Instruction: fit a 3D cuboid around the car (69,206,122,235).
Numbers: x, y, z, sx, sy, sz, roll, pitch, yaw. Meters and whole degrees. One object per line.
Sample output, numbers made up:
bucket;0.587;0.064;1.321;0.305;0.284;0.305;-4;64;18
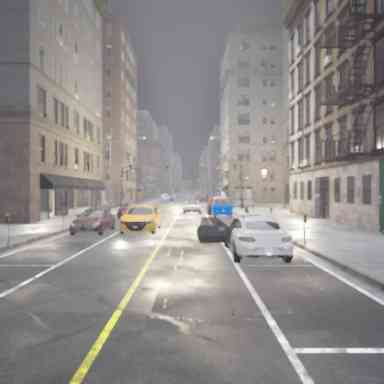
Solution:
car;-5.401;1.587;18.551;1.802;1.307;4.206;0;0;0

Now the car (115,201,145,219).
car;-5.410;1.551;29.573;1.887;1.381;4.507;0;0;0

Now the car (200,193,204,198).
car;2.651;1.318;72.461;2.192;1.841;5.009;0;0;0

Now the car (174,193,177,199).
car;-5.466;1.548;83.266;1.887;1.381;4.507;0;0;0

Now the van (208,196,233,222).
van;2.616;1.346;29.579;1.690;1.788;3.998;0;0;0

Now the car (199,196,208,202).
car;2.642;1.553;77.868;2.008;1.369;4.403;0;0;0

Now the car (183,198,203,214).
car;0.023;1.607;35.330;1.895;1.301;4.718;0;0;0

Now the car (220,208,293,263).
car;2.219;1.528;11.906;1.812;1.442;4.674;0;0;0

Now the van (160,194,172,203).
van;-5.458;1.346;67.048;1.690;1.788;3.998;0;0;0

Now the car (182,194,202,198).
car;-0.020;1.490;47.547;2.128;1.511;4.902;0;0;0

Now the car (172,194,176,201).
car;-5.463;1.569;77.860;1.947;1.339;4.313;0;0;0

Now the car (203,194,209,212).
car;2.611;1.320;35.090;2.192;1.841;5.009;0;0;0

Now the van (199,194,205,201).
van;2.624;1.342;88.680;1.690;1.788;3.998;0;0;0

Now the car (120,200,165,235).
car;-2.852;1.482;19.127;1.882;1.535;5.008;0;0;0

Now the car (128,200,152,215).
car;-5.414;1.573;35.084;1.947;1.339;4.313;0;0;0
